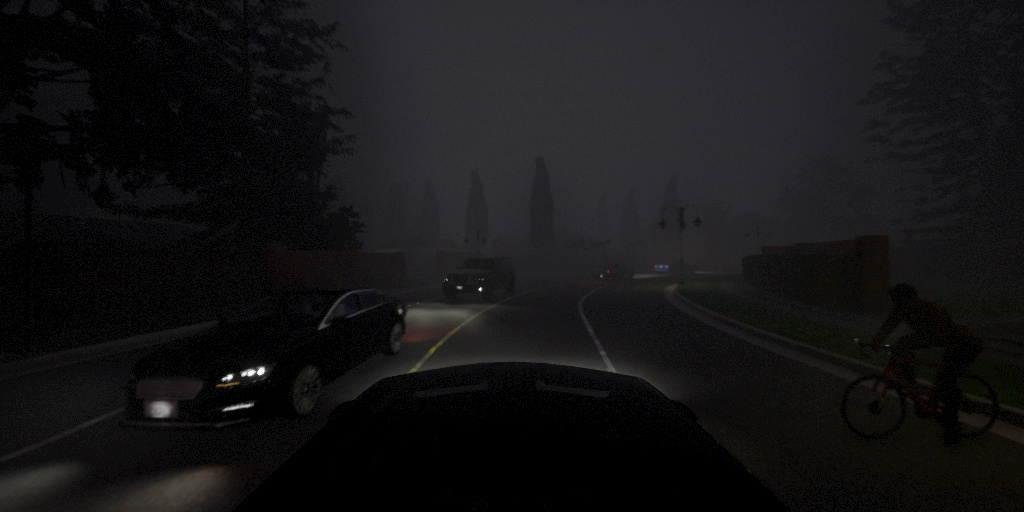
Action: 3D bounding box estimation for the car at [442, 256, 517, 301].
[{"bbox_3d":[-1.446,1.016,18.276,2.150,2.045,5.566,-1,0,18],"label":"car"}]

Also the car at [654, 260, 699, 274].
[{"bbox_3d":[17.109,1.099,37.330,5.357,1.411,2.033,-1,0,-31],"label":"car"}]

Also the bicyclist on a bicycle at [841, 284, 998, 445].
[{"bbox_3d":[4.268,1.119,3.764,1.656,1.620,0.582,-1,0,0],"label":"bicyclist on a bicycle"}]

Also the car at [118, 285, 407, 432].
[{"bbox_3d":[-3.374,1.293,6.081,2.128,1.511,4.902,-1,0,5],"label":"car"}]

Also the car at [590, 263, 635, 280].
[{"bbox_3d":[8.389,1.257,29.534,1.895,1.301,4.718,-1,0,41],"label":"car"}]
